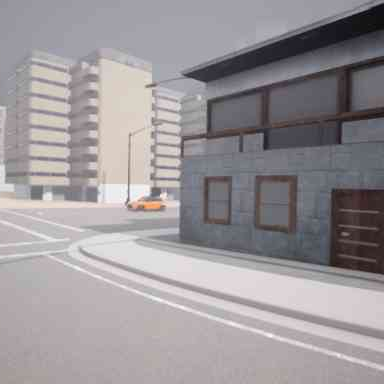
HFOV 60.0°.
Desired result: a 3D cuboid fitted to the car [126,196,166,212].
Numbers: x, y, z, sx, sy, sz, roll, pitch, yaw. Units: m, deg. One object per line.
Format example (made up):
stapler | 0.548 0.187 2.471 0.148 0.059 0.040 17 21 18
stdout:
car | -5.236 1.348 38.135 4.553 1.767 2.097 2 0 -43
